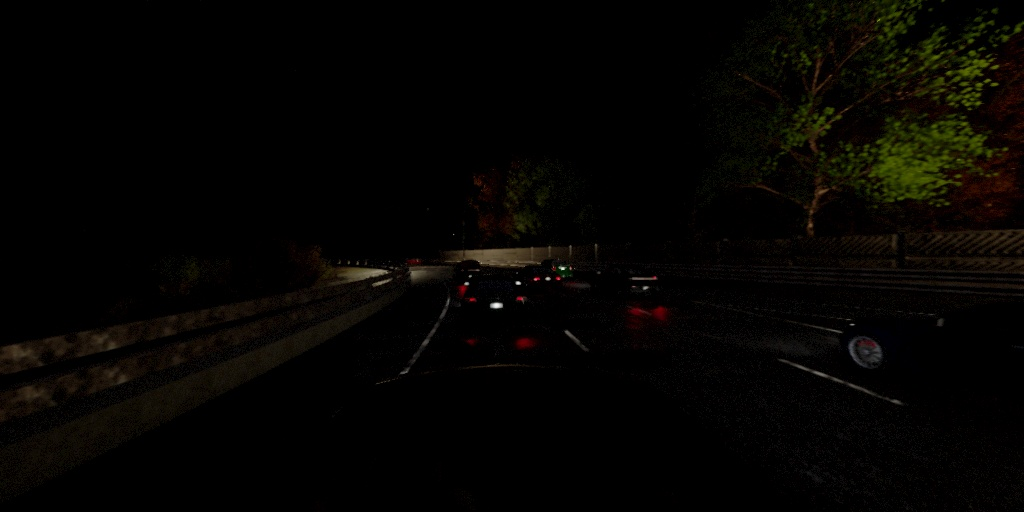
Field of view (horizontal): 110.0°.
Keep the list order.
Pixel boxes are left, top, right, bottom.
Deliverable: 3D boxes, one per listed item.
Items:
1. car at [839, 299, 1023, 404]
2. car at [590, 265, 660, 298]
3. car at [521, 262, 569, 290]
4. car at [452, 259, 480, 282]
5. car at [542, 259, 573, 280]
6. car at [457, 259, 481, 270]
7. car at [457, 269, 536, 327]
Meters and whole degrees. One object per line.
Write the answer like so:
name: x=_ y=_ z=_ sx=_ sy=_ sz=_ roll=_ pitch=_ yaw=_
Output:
car: x=6.878 y=1.250 z=4.513 sx=1.812 sy=1.442 sz=4.674 roll=0 pitch=0 yaw=-2
car: x=5.574 y=1.213 z=18.333 sx=2.128 sy=1.511 sz=4.902 roll=0 pitch=0 yaw=-9
car: x=1.462 y=1.281 z=21.899 sx=2.033 sy=1.411 sz=5.357 roll=0 pitch=0 yaw=-11
car: x=-3.606 y=1.240 z=28.155 sx=2.128 sy=1.511 sz=4.902 roll=0 pitch=0 yaw=-14
car: x=3.329 y=1.073 z=30.724 sx=2.097 sy=1.767 sz=4.553 roll=0 pitch=0 yaw=-20
car: x=-6.557 y=1.224 z=54.387 sx=1.882 sy=1.535 sz=5.008 roll=0 pitch=0 yaw=-28
car: x=-0.616 y=1.311 z=11.677 sx=1.994 sy=1.385 sz=4.181 roll=0 pitch=0 yaw=-6
